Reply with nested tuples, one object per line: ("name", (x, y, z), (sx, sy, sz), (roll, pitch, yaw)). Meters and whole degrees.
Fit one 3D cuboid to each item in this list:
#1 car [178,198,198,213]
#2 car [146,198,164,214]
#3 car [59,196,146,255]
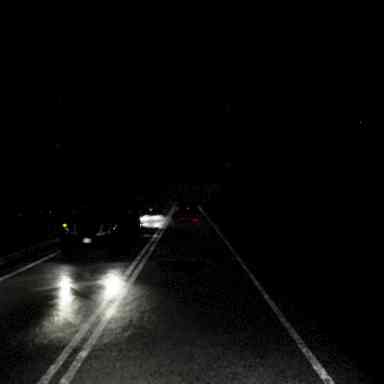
("car", (-0.395, 1.310, 34.262), (2.128, 1.511, 4.902), (0, 1, -1))
("car", (-3.780, 1.329, 32.543), (2.128, 1.511, 4.902), (0, 1, -1))
("car", (-3.441, 1.206, 13.541), (2.150, 2.045, 5.566), (0, 0, -1))
